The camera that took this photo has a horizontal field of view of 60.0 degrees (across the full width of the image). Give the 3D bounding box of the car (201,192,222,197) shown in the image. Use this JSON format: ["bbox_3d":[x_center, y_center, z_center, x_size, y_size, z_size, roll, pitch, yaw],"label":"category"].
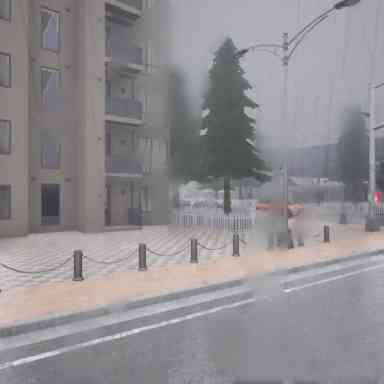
[{"bbox_3d":[5.368,1.113,92.674,1.932,1.855,4.605,0,0,-37],"label":"car"}]

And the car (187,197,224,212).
[{"bbox_3d":[1.823,1.579,37.593,1.994,1.385,4.181,0,0,-37],"label":"car"}]

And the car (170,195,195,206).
[{"bbox_3d":[-2.316,1.563,49.141,2.033,1.411,5.357,0,0,-37],"label":"car"}]

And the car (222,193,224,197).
[{"bbox_3d":[7.454,1.092,94.739,1.905,1.878,3.866,0,0,-37],"label":"car"}]

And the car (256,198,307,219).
[{"bbox_3d":[7.869,1.367,29.606,2.097,1.767,4.553,0,0,-37],"label":"car"}]
